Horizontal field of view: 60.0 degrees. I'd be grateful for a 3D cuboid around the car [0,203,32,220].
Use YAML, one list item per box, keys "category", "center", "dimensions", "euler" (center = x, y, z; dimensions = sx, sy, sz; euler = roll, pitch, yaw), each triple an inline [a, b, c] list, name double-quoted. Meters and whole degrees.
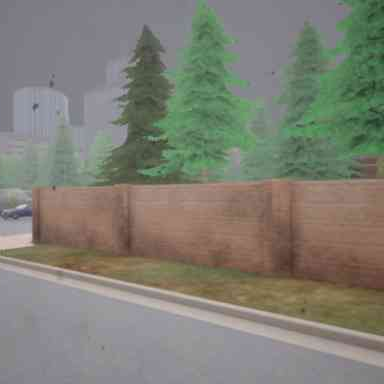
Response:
- category: "car"
  center: [-15.658, 1.808, 31.746]
  dimensions: [1.812, 1.442, 4.674]
  euler: [-1, 0, 35]
